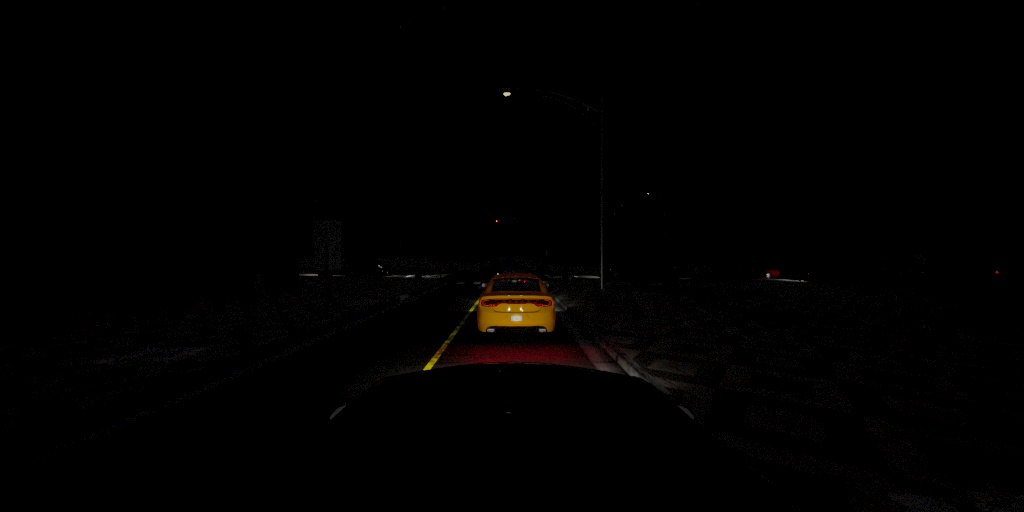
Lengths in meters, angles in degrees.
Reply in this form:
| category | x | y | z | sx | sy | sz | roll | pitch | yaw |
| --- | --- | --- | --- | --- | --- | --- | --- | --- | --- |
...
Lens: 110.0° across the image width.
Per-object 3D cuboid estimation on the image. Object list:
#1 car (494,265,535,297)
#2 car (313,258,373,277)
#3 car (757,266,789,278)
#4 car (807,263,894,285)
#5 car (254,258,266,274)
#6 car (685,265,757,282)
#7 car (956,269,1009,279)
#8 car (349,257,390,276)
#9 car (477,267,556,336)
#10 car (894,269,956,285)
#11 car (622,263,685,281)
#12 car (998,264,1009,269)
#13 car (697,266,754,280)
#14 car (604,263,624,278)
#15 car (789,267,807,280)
| category | x | y | z | sx | sy | sz | roll | pitch | yaw |
| --- | --- | --- | --- | --- | --- | --- | --- | --- | --- |
| car | 0.111 | 1.296 | 20.232 | 2.033 | 1.411 | 5.357 | 0 | 0 | 0 |
| car | -14.764 | 1.114 | 30.882 | 4.403 | 1.370 | 2.007 | 0 | 0 | 0 |
| car | 29.087 | 1.763 | 39.472 | 4.507 | 1.381 | 1.888 | 0 | 0 | 0 |
| car | 29.073 | 1.539 | 30.946 | 5.009 | 1.841 | 2.192 | 0 | 0 | 0 |
| car | -23.879 | 0.928 | 33.647 | 4.902 | 1.511 | 2.128 | 1 | 0 | 0 |
| car | 17.956 | 1.569 | 30.954 | 4.829 | 1.417 | 1.751 | 0 | 0 | 0 |
| car | 40.367 | 1.994 | 30.938 | 4.207 | 1.307 | 1.802 | 0 | 0 | 0 |
| car | -13.881 | 0.926 | 33.594 | 4.553 | 1.767 | 2.097 | 1 | 0 | 1 |
| car | 0.104 | 1.227 | 10.405 | 1.882 | 1.535 | 5.008 | 0 | 0 | 0 |
| car | 34.717 | 1.862 | 30.942 | 4.507 | 1.381 | 1.888 | 0 | 0 | 0 |
| car | 12.144 | 1.522 | 30.958 | 4.313 | 1.339 | 1.948 | 0 | 0 | 0 |
| car | 48.972 | 1.773 | 33.591 | 5.566 | 2.045 | 2.150 | 1 | 0 | 0 |
| car | 21.820 | 1.704 | 36.809 | 4.718 | 1.301 | 1.895 | 1 | 0 | 0 |
| car | 11.902 | 1.454 | 36.816 | 4.892 | 1.490 | 1.837 | 1 | 0 | 0 |
| car | 31.886 | 1.771 | 36.793 | 4.892 | 1.490 | 1.837 | 1 | 0 | 0 |
